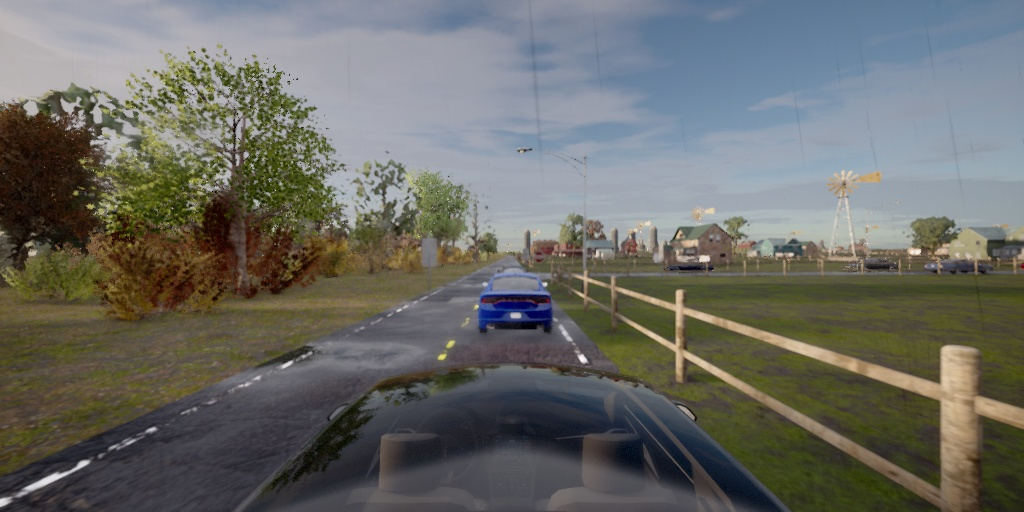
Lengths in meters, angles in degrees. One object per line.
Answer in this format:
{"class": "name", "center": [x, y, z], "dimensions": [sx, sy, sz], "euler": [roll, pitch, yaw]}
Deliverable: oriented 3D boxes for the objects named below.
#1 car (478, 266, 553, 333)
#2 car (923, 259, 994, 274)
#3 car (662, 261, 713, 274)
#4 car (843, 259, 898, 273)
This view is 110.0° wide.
{"class": "car", "center": [0.093, 1.219, 10.759], "dimensions": [1.882, 1.535, 5.008], "euler": [0, 0, 0]}
{"class": "car", "center": [44.589, 1.042, 35.895], "dimensions": [5.357, 1.411, 2.033], "euler": [0, 0, -1]}
{"class": "car", "center": [18.672, 1.231, 38.332], "dimensions": [4.718, 1.301, 1.895], "euler": [0, 0, -1]}
{"class": "car", "center": [38.597, 1.047, 38.668], "dimensions": [4.892, 1.490, 1.837], "euler": [0, 0, -1]}
